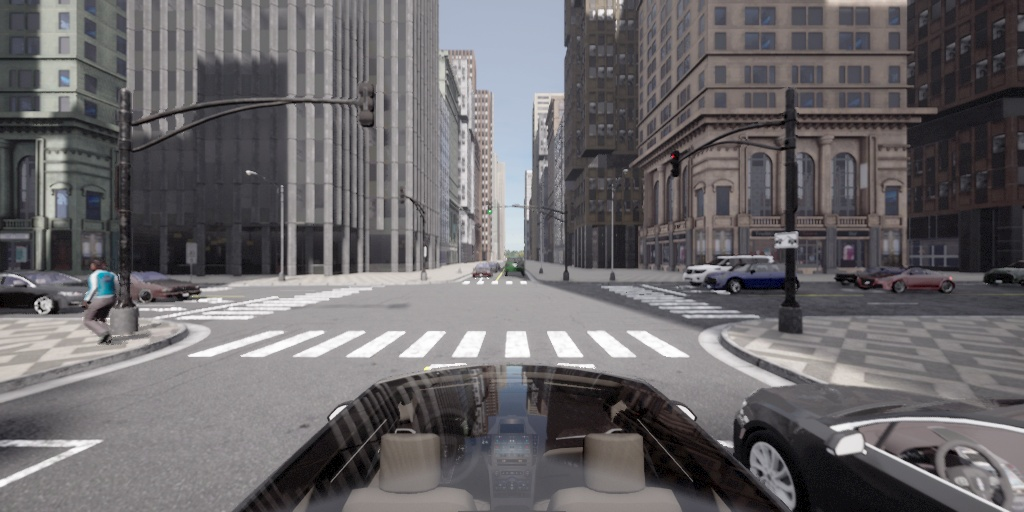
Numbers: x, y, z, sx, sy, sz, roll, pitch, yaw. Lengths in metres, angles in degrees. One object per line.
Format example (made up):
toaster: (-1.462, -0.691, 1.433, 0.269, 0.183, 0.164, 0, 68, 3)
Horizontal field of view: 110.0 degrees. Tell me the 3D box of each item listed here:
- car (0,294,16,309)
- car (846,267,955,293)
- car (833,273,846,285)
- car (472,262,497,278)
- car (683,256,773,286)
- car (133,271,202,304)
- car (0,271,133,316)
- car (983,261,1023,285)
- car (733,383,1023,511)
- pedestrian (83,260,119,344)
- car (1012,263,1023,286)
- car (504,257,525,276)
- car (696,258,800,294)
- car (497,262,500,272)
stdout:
car: (-5.764, 1.188, 1.390, 1.967, 1.591, 4.097, 0, 0, 0)
car: (21.981, 1.325, 20.188, 4.181, 1.385, 1.994, 0, 0, 0)
car: (24.042, 1.358, 23.425, 4.718, 1.301, 1.895, 0, 0, 0)
car: (-2.921, 1.453, 36.673, 2.033, 1.411, 5.357, 0, 0, 0)
car: (14.278, 1.004, 23.450, 5.566, 2.045, 2.150, 0, 0, 0)
car: (-17.753, 1.415, 16.860, 5.357, 1.411, 2.033, 0, 0, 5)
car: (-18.019, 1.359, 13.557, 4.902, 1.511, 2.128, 0, 0, 0)
car: (34.028, 1.083, 23.405, 4.553, 1.767, 2.097, 0, 0, 0)
car: (2.762, 1.299, 1.380, 2.007, 1.370, 4.403, 0, 0, 0)
pedestrian: (-8.566, 0.916, 7.480, 0.375, 1.860, 0.375, 0, 0, 0)
car: (32.399, 1.281, 20.164, 5.357, 1.411, 2.033, 0, 0, 0)
car: (0.313, 1.146, 40.981, 2.150, 2.045, 5.566, 0, 0, 0)
car: (13.343, 1.136, 20.200, 4.553, 1.767, 2.097, 0, 0, 0)
car: (-2.884, 1.515, 46.698, 1.994, 1.385, 4.181, 0, 0, 1)
